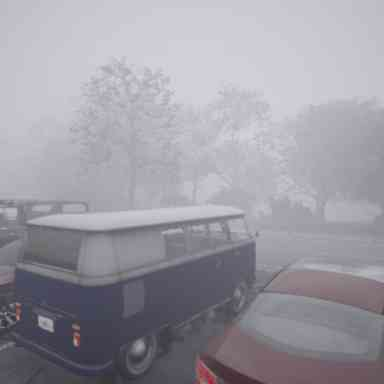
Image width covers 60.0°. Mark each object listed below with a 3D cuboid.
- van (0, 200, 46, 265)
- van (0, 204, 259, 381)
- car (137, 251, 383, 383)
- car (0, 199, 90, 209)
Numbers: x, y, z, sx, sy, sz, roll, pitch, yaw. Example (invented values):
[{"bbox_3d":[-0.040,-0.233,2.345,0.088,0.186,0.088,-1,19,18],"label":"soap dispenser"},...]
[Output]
[{"bbox_3d":[-7.186,1.294,10.426,1.878,1.987,4.442,-1,-1,36],"label":"van"},{"bbox_3d":[-0.422,1.248,5.594,1.878,1.987,4.442,0,0,36],"label":"van"},{"bbox_3d":[1.767,1.519,3.883,2.002,1.452,4.674,0,0,36],"label":"car"},{"bbox_3d":[-5.011,1.228,8.694,2.435,2.045,5.566,-1,-1,36],"label":"car"}]
